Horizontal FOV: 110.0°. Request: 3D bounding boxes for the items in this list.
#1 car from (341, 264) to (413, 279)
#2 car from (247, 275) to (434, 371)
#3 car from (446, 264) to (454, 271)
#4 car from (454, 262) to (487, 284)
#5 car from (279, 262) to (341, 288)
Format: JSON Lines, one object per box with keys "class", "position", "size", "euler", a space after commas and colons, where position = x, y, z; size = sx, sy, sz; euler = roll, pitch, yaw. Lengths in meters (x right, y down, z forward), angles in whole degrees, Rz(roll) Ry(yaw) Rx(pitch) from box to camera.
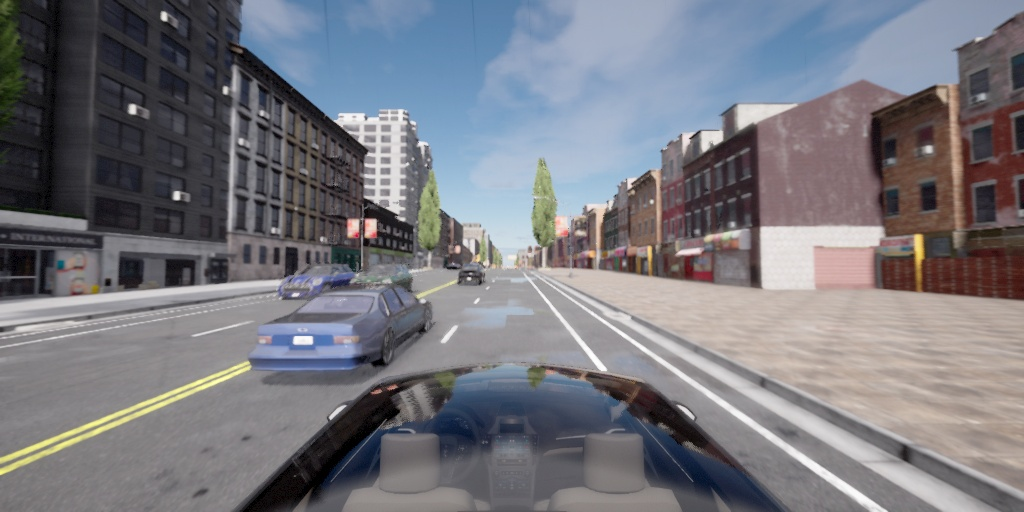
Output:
{"class": "car", "position": [-6.593, 1.204, 18.559], "size": [2.097, 1.767, 4.553], "euler": [0, 0, 0]}
{"class": "car", "position": [-3.150, 1.331, 7.922], "size": [2.033, 1.411, 5.357], "euler": [0, 0, 0]}
{"class": "car", "position": [-9.766, 1.915, 60.312], "size": [1.895, 1.301, 4.718], "euler": [0, -1, 1]}
{"class": "car", "position": [-3.143, 1.432, 28.722], "size": [1.837, 1.490, 4.892], "euler": [0, 0, 0]}
{"class": "car", "position": [-9.844, 1.204, 18.559], "size": [2.097, 1.767, 4.553], "euler": [0, 0, 0]}
